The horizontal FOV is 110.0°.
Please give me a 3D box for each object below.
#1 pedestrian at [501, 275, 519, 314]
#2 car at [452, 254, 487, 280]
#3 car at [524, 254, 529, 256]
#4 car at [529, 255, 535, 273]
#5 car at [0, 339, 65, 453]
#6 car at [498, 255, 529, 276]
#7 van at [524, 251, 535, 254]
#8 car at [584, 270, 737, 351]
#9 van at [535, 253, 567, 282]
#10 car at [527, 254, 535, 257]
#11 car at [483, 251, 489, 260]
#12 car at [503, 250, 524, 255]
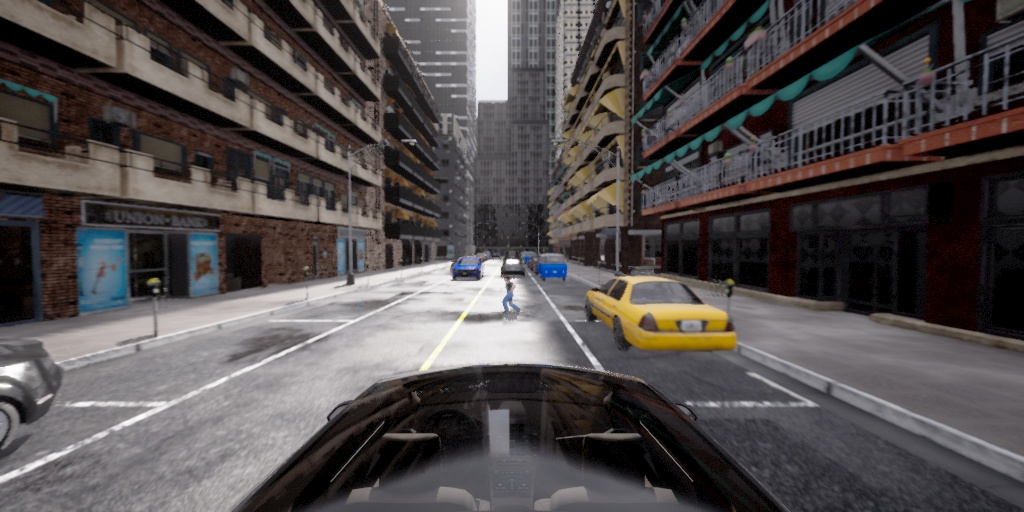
[{"bbox_3d":[-0.064,1.170,11.385,0.375,1.300,0.375,-1,2,-3],"label":"pedestrian"},{"bbox_3d":[-3.084,0.840,25.857,1.882,1.535,5.008,0,1,0],"label":"car"},{"bbox_3d":[2.703,0.683,41.179,1.948,1.339,4.313,0,0,0],"label":"car"},{"bbox_3d":[2.699,0.847,29.976,2.007,1.370,4.403,0,0,0],"label":"car"},{"bbox_3d":[-5.691,1.296,2.002,2.007,1.370,4.403,0,0,0],"label":"car"},{"bbox_3d":[0.082,0.873,29.149,1.994,1.385,4.181,0,1,0],"label":"car"},{"bbox_3d":[2.707,0.279,52.382,1.690,1.789,3.998,0,0,0],"label":"van"},{"bbox_3d":[3.002,1.096,8.558,1.801,1.575,5.366,0,1,0],"label":"car"},{"bbox_3d":[2.697,0.727,24.376,1.690,1.789,3.998,0,0,0],"label":"van"},{"bbox_3d":[2.701,0.752,35.578,1.888,1.381,4.507,0,0,0],"label":"car"},{"bbox_3d":[-5.670,0.200,63.616,1.967,1.591,4.097,0,0,0],"label":"car"},{"bbox_3d":[0.066,0.267,45.771,2.150,2.045,5.566,0,1,1],"label":"car"}]
